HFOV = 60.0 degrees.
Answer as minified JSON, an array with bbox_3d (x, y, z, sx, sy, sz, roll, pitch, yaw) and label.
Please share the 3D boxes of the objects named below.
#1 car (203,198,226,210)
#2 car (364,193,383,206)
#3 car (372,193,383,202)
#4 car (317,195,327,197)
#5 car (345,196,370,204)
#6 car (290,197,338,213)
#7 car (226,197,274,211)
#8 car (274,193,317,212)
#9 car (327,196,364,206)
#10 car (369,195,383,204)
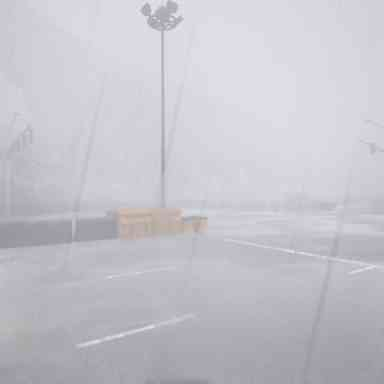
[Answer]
[{"bbox_3d":[3.539,1.428,40.955,4.674,1.442,1.812,0,0,-36],"label":"car"},{"bbox_3d":[28.109,1.278,49.934,4.902,1.511,2.128,0,0,-35],"label":"car"},{"bbox_3d":[37.376,1.066,65.079,4.553,1.767,2.097,0,0,-36],"label":"car"},{"bbox_3d":[20.258,1.299,52.925,4.902,1.511,2.128,0,0,-35],"label":"car"},{"bbox_3d":[29.735,1.354,59.642,4.718,1.301,1.895,0,0,-35],"label":"car"},{"bbox_3d":[12.743,1.488,34.643,4.718,1.301,1.895,0,0,-36],"label":"car"},{"bbox_3d":[6.802,1.387,38.998,4.902,1.511,2.128,0,0,-36],"label":"car"},{"bbox_3d":[11.354,1.104,37.953,5.566,2.045,2.150,0,0,-36],"label":"car"},{"bbox_3d":[23.651,1.347,51.051,5.357,1.411,2.033,0,0,-35],"label":"car"},{"bbox_3d":[32.919,1.253,57.619,4.892,1.490,1.837,0,0,-35],"label":"car"}]
